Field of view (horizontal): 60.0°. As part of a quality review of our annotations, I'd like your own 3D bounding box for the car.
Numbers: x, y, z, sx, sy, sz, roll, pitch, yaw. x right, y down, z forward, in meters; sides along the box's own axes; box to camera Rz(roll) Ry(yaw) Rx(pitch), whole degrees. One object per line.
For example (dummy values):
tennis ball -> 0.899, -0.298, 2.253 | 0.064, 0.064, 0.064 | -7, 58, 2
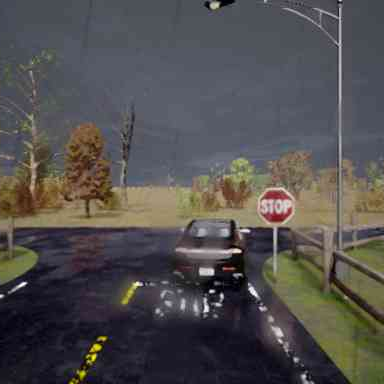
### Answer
car -> 0.643, 1.502, 9.566 | 2.128, 1.511, 4.902 | 0, 0, 8
